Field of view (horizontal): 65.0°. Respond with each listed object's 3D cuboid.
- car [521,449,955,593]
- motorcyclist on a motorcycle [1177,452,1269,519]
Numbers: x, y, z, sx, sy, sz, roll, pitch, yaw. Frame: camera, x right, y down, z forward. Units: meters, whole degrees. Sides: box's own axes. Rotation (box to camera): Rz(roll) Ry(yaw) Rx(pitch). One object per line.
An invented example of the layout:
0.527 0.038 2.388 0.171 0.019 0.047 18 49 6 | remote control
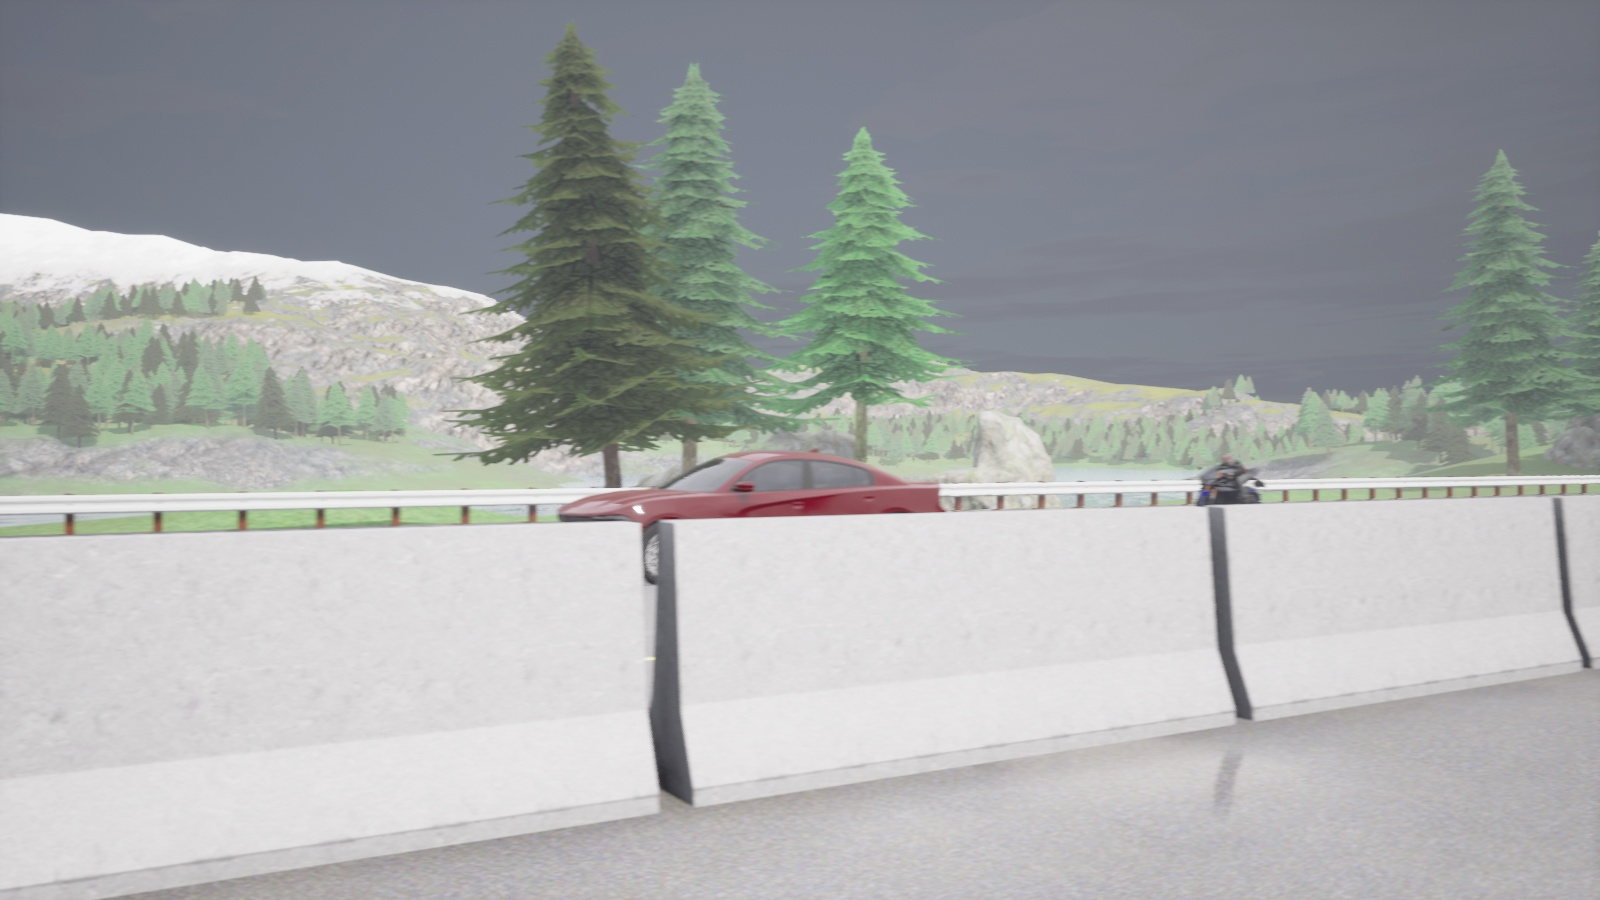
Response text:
-0.677 0.753 15.387 5.008 1.535 1.882 0 0 -31 | car
10.079 0.819 29.904 2.191 1.530 0.866 0 0 -31 | motorcyclist on a motorcycle
